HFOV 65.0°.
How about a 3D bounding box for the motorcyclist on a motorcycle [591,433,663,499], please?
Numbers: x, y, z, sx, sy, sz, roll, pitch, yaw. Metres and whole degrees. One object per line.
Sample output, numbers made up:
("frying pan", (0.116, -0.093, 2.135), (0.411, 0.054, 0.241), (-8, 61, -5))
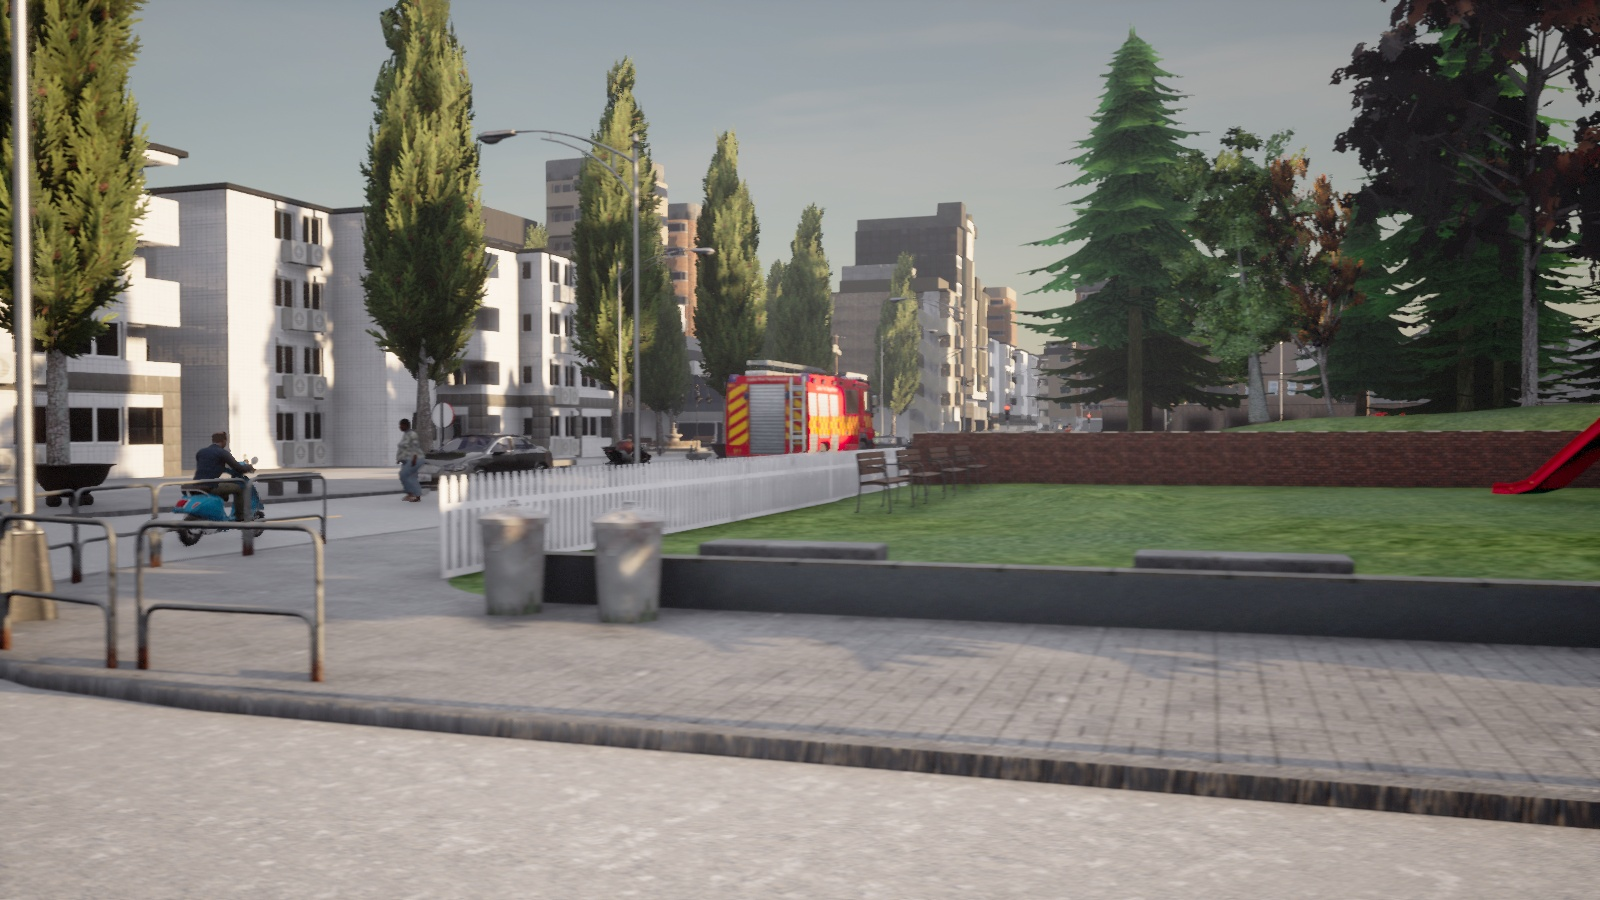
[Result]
("motorcyclist on a motorcycle", (-4.190, 0.359, 30.611), (0.866, 1.530, 2.191), (1, 1, 18))

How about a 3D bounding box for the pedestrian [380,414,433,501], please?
("pedestrian", (-8.525, 0.154, 27.195), (0.900, 1.855, 0.874), (0, 1, -32))

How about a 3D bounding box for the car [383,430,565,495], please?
("car", (-8.063, 0.249, 31.640), (2.128, 1.511, 4.902), (1, 1, 18))

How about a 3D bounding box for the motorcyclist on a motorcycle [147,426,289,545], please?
("motorcyclist on a motorcycle", (-8.266, 0.463, 17.924), (0.866, 1.590, 1.817), (1, 1, 15))

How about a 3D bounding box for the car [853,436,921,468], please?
("car", (3.866, 0.066, 55.065), (1.895, 1.301, 4.718), (1, 1, 18))

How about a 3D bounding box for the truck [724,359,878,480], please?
("truck", (0.255, -1.038, 44.073), (2.891, 3.827, 8.468), (1, 1, 18))
